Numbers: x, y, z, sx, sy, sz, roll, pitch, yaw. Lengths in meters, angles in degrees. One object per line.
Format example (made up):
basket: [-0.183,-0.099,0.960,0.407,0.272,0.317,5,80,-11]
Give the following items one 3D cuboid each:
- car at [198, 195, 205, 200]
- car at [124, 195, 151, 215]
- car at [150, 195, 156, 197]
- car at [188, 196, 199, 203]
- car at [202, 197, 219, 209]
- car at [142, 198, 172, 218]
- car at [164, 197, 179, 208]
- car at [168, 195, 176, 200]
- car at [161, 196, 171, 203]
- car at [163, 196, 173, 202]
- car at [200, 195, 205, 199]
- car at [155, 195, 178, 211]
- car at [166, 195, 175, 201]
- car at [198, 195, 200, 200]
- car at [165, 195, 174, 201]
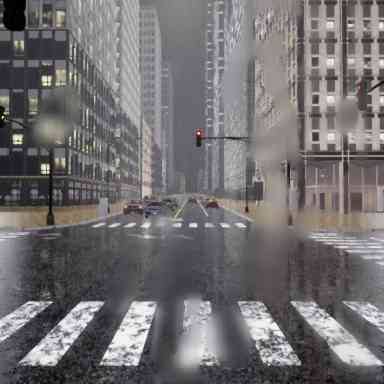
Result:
car: [2.687,1.584,95.204,1.887,1.381,4.507,1,0,0]
car: [-5.680,1.453,33.794,1.967,1.590,4.097,1,0,0]
car: [-5.680,1.332,44.945,2.192,1.841,5.009,1,0,0]
car: [0.088,1.574,68.079,2.033,1.411,5.357,0,0,0]
car: [2.695,1.599,45.008,1.802,1.307,4.206,1,0,0]
car: [-3.104,1.537,30.328,1.812,1.442,4.674,0,0,0]
car: [-3.104,1.567,51.058,2.033,1.411,5.357,0,0,0]
car: [-5.694,1.605,95.121,1.947,1.339,4.313,1,0,0]
car: [-5.689,1.574,72.820,1.887,1.381,4.507,1,0,0]
car: [-5.690,1.582,78.395,2.008,1.369,4.403,1,0,0]
car: [2.695,1.547,56.334,1.752,1.417,4.829,1,0,0]
car: [-3.104,1.520,40.670,1.837,1.490,4.892,0,0,0]
car: [-5.692,1.587,89.546,2.008,1.369,4.403,1,0,0]
car: [2.693,1.590,61.741,1.947,1.339,4.313,1,0,0]
car: [-5.691,1.579,83.970,1.887,1.381,4.507,1,0,0]
